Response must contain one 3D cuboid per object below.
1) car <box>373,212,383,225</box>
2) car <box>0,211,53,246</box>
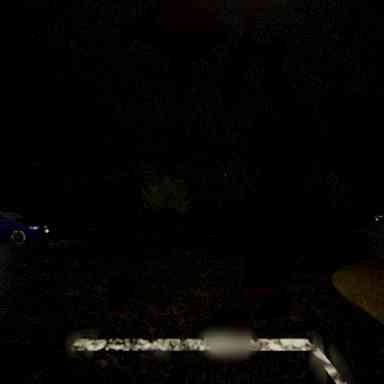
[{"bbox_3d":[14.667,1.574,22.259,4.674,1.442,1.812,0,0,-2],"label":"car"},{"bbox_3d":[-8.425,1.534,14.678,4.181,1.385,1.994,0,0,-1],"label":"car"}]
